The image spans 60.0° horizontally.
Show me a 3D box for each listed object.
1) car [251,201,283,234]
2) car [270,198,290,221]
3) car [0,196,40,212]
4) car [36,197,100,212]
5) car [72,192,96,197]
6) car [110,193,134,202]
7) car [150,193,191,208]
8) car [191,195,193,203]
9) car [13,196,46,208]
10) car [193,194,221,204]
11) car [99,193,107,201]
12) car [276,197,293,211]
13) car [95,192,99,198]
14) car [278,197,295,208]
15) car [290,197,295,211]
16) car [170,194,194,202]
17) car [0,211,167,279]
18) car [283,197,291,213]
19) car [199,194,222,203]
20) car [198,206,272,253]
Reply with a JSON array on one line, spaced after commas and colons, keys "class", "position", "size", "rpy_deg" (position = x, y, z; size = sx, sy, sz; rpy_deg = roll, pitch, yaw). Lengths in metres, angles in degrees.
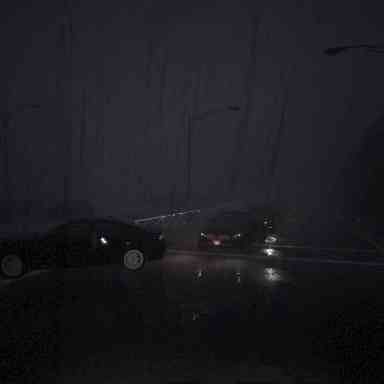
[{"class": "car", "position": [3.997, 1.490, 19.271], "size": [1.837, 1.490, 4.892], "rpy_deg": [0, 0, 19]}, {"class": "car", "position": [5.916, 1.475, 24.914], "size": [2.128, 1.511, 4.902], "rpy_deg": [0, 0, 19]}, {"class": "car", "position": [-15.061, 1.356, 29.403], "size": [3.806, 1.475, 1.970], "rpy_deg": [0, 0, 19]}, {"class": "car", "position": [-8.991, 1.356, 24.197], "size": [3.633, 1.501, 1.845], "rpy_deg": [0, 0, 19]}, {"class": "car", "position": [-18.369, 1.249, 53.741], "size": [4.514, 1.523, 2.007], "rpy_deg": [0, 0, 19]}, {"class": "car", "position": [-13.694, 1.046, 65.309], "size": [4.605, 1.855, 1.932], "rpy_deg": [0, 0, 19]}, {"class": "car", "position": [-2.892, 1.075, 41.752], "size": [4.605, 1.855, 1.932], "rpy_deg": [0, 0, 19]}, {"class": "car", "position": [-2.349, 1.053, 44.636], "size": [3.866, 1.878, 1.905], "rpy_deg": [0, 0, 19]}, {"class": "car", "position": [-21.619, 1.274, 44.291], "size": [3.633, 1.501, 1.845], "rpy_deg": [0, 0, 19]}, {"class": "car", "position": [1.760, 1.126, 56.753], "size": [5.027, 1.636, 2.152], "rpy_deg": [0, 0, 19]}, {"class": "car", "position": [-20.090, 1.015, 70.948], "size": [3.866, 1.878, 1.905], "rpy_deg": [0, 0, 19]}, {"class": "car", "position": [11.734, 1.484, 42.063], "size": [1.837, 1.490, 4.892], "rpy_deg": [0, 0, 19]}, {"class": "car", "position": [-21.737, 1.299, 67.996], "size": [3.806, 1.475, 1.970], "rpy_deg": [0, 0, 19]}, {"class": "car", "position": [13.624, 1.469, 47.636], "size": [2.128, 1.511, 4.902], "rpy_deg": [0, 0, 19]}, {"class": "car", "position": [9.852, 1.544, 36.510], "size": [1.994, 1.385, 4.181], "rpy_deg": [0, 0, 19]}, {"class": "car", "position": [-1.984, 1.258, 68.667], "size": [4.514, 1.523, 2.007], "rpy_deg": [0, 0, 19]}, {"class": "car", "position": [-3.264, 1.475, 9.850], "size": [5.008, 1.535, 1.882], "rpy_deg": [0, 0, -15]}, {"class": "car", "position": [7.803, 1.487, 30.475], "size": [1.837, 1.490, 4.892], "rpy_deg": [0, 0, 19]}, {"class": "car", "position": [3.515, 1.203, 62.934], "size": [3.806, 1.475, 1.970], "rpy_deg": [0, 0, 19]}, {"class": "car", "position": [1.841, 1.514, 13.866], "size": [1.812, 1.442, 4.674], "rpy_deg": [0, 0, 25]}]
